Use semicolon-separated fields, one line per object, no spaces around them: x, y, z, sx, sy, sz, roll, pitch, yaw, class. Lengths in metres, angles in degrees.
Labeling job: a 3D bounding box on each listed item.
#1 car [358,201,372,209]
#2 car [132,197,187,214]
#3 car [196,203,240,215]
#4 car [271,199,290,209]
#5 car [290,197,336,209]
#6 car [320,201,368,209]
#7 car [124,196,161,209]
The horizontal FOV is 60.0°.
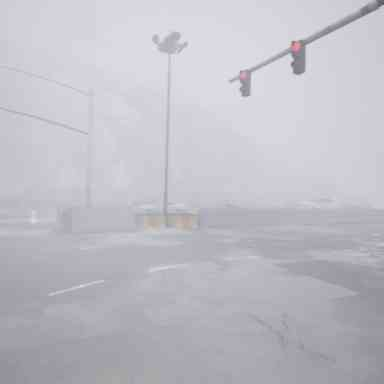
27.500;2.220;54.428;5.008;1.535;1.882;2;0;-35;car
-2.744;1.444;30.777;4.674;1.442;1.812;1;0;-26;car
2.755;1.669;29.565;4.718;1.301;1.895;2;0;-26;car
13.186;1.704;46.329;4.553;1.767;2.097;2;0;-26;car
14.783;1.618;39.329;5.566;2.045;2.150;2;0;-26;car
16.643;2.011;36.373;4.181;1.385;1.994;2;0;-26;car
-5.250;1.200;37.284;4.553;1.767;2.097;2;0;-23;car
